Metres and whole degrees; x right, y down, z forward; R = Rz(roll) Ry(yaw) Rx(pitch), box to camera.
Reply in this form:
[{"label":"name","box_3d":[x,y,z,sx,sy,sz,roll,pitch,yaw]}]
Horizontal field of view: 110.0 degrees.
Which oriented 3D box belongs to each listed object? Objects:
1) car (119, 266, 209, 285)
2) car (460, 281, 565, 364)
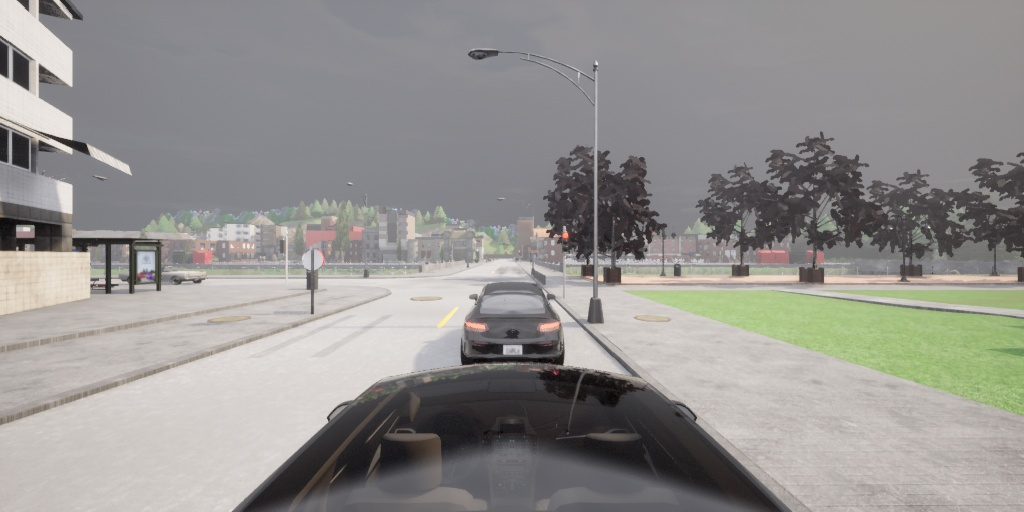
[{"label":"car","box_3d":[-24.466,1.351,25.300,4.718,1.301,1.895,0,0,0]},{"label":"car","box_3d":[0.007,1.276,7.806,1.812,1.442,4.674,0,0,0]}]
